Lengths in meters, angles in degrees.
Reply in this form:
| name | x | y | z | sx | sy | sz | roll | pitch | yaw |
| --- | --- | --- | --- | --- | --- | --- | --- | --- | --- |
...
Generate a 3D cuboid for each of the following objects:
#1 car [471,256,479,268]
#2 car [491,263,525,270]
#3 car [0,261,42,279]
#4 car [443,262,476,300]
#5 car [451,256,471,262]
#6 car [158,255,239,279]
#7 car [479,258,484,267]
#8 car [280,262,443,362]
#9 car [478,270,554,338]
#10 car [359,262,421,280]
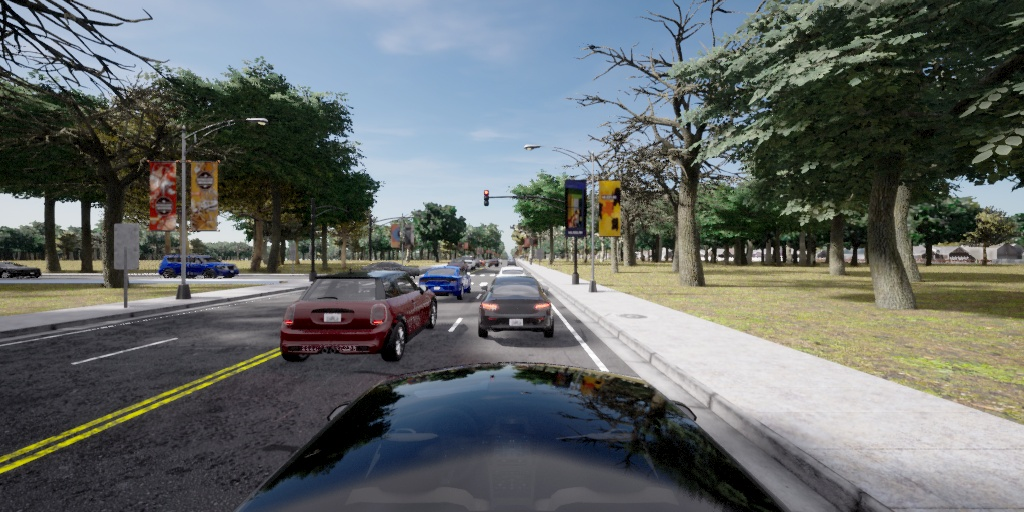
| name | x | y | z | sx | sy | sz | roll | pitch | yaw |
| --- | --- | --- | --- | --- | --- | --- | --- | --- | --- |
| car | -6.656 | 0.993 | 53.130 | 2.150 | 2.045 | 5.566 | 0 | 0 | 0 |
| car | 0.044 | 1.279 | 19.214 | 1.812 | 1.442 | 4.674 | 0 | 0 | 0 |
| car | -42.567 | 1.190 | 29.952 | 5.008 | 1.535 | 1.882 | 0 | 0 | 0 |
| car | -3.169 | 1.230 | 17.737 | 1.882 | 1.535 | 5.008 | 0 | 0 | 1 |
| car | -6.647 | 1.116 | 43.573 | 2.097 | 1.767 | 4.553 | 0 | 0 | 0 |
| car | -26.113 | 0.949 | 29.951 | 5.566 | 2.045 | 2.150 | 0 | 0 | 0 |
| car | -6.634 | 1.260 | 63.336 | 1.882 | 1.535 | 5.008 | 0 | 0 | 0 |
| car | -3.157 | 1.102 | 8.410 | 2.097 | 1.767 | 4.553 | 0 | 0 | 0 |
| car | 0.091 | 1.276 | 10.111 | 1.812 | 1.442 | 4.674 | 0 | 0 | 0 |
| car | -10.469 | 1.261 | 31.110 | 4.892 | 1.490 | 1.837 | 0 | 0 | -13 |
